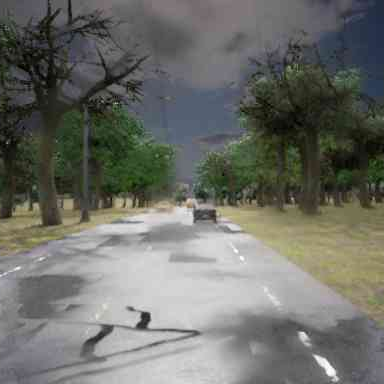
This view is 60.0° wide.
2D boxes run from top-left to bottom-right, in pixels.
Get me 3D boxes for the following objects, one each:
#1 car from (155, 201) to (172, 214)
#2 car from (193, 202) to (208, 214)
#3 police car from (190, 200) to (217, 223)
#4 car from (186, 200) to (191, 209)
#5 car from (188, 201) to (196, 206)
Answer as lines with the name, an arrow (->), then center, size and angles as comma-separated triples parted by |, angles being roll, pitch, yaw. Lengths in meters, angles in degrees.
car -> -3.594, 1.954, 43.097 | 1.882, 1.535, 5.008 | 0, -1, 0
car -> 1.044, 2.017, 43.945 | 1.812, 1.442, 4.674 | 0, -1, 0
police car -> 1.046, 1.677, 28.056 | 1.930, 1.638, 5.238 | 0, -1, 0
car -> -0.008, 2.278, 61.577 | 1.882, 1.535, 5.008 | 0, -1, 0
car -> -0.011, 2.822, 80.468 | 1.895, 1.301, 4.718 | 0, -2, 0
